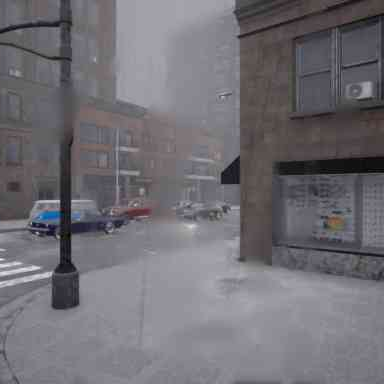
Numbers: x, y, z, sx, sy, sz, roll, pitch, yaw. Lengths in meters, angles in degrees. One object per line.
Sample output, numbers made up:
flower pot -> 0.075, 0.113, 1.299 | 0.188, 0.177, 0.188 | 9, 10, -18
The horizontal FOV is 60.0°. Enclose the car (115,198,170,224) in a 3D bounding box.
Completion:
car -> -4.279, 1.336, 24.293 | 2.192, 1.841, 5.009 | 0, 0, 36

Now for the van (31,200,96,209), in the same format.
van -> -7.556, 1.358, 19.757 | 1.690, 1.788, 3.998 | 0, 0, 36

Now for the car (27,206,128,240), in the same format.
car -> -5.920, 1.617, 17.353 | 1.895, 1.301, 4.718 | 0, 0, 37

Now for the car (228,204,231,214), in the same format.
car -> 2.276, 1.575, 33.364 | 1.887, 1.381, 4.507 | 0, 0, 36

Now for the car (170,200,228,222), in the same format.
car -> 0.650, 1.531, 26.403 | 1.837, 1.490, 4.892 | 0, 0, 36

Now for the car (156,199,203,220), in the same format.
car -> -1.002, 1.466, 28.829 | 1.967, 1.590, 4.097 | 0, 0, 36
